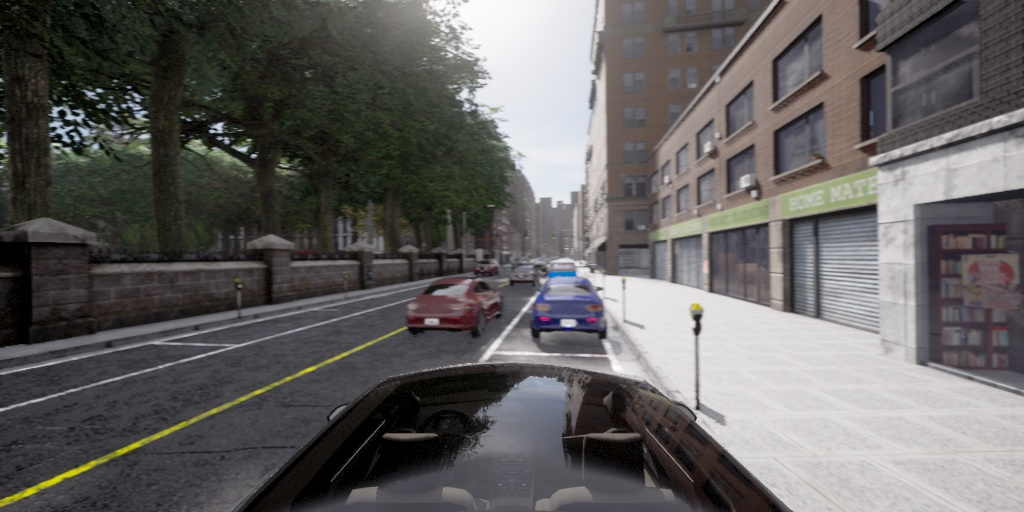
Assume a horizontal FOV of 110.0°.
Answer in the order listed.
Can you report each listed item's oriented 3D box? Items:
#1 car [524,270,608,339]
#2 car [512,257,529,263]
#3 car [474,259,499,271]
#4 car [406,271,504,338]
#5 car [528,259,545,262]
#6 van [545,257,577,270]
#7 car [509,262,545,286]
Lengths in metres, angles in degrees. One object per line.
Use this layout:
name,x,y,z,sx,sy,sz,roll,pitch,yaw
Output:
car,1.580,1.291,10.056,1.812,1.442,4.674,-1,0,9
car,1.283,1.135,47.787,2.150,2.045,5.566,-1,-1,9
car,-2.717,1.248,39.370,2.192,1.841,5.009,0,0,9
car,-1.458,1.332,10.381,1.812,1.442,4.674,-1,0,9
car,3.284,1.366,41.105,1.837,1.490,4.892,-1,0,9
van,3.067,1.133,21.309,1.690,1.789,3.998,0,0,9
car,0.995,1.384,25.939,2.033,1.411,5.357,-1,0,9
